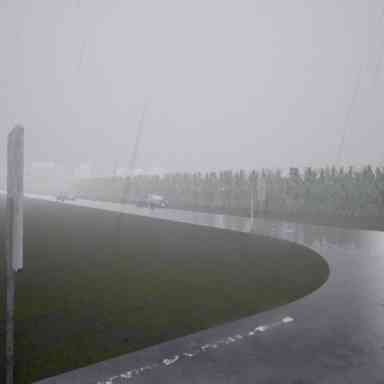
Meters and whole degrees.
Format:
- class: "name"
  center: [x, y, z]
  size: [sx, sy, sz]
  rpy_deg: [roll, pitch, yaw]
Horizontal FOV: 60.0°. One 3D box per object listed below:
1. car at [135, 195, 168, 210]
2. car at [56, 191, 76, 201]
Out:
- class: "car"
  center: [-4.148, 1.023, 34.029]
  size: [1.812, 1.442, 4.674]
  rpy_deg: [1, 1, -36]
- class: "car"
  center: [-18.898, 0.591, 49.802]
  size: [2.128, 1.511, 4.902]
  rpy_deg: [1, 1, -36]
